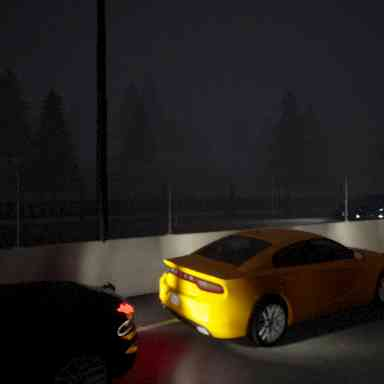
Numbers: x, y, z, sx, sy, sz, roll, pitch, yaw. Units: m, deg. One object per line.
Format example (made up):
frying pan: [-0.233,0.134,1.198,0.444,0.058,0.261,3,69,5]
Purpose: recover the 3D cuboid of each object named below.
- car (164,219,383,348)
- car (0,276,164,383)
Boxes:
car: [1.859,1.435,6.267,5.008,1.535,1.882,0,0,-32]
car: [-2.938,1.473,3.097,5.008,1.535,1.882,0,0,-35]
